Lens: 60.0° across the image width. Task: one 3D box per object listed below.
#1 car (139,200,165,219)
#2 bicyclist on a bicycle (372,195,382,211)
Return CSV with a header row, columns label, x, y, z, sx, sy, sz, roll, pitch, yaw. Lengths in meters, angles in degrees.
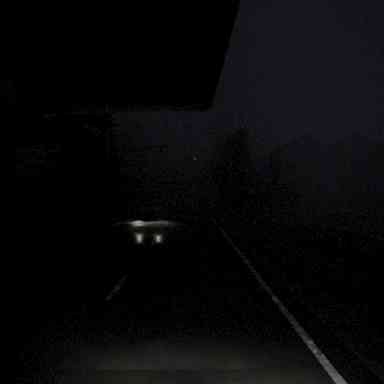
label,x,y,z,sx,sy,sz,roll,pitch,yaw
car,-3.504,1.499,29.540,1.882,1.535,5.008,0,0,0
bicyclist on a bicycle,18.295,1.107,32.999,0.582,1.620,1.656,0,0,0
